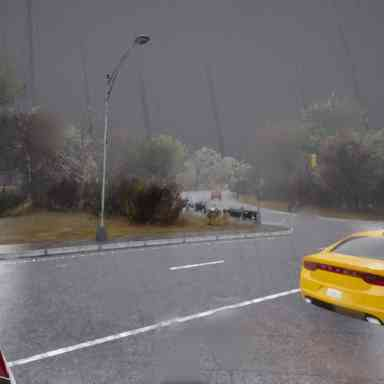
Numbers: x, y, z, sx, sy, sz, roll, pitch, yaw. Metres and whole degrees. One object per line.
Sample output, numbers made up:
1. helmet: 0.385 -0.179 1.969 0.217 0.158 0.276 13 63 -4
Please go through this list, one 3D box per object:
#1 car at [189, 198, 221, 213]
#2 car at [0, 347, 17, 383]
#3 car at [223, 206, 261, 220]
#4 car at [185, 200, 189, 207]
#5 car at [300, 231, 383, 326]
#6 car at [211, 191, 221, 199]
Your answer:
1. car: 1.773 1.925 43.099 2.128 1.511 4.902 2 0 -19
2. car: -3.241 1.353 1.440 4.553 1.767 2.097 0 0 -35
3. car: 5.105 2.146 34.294 1.895 1.301 4.718 3 -1 -22
4. car: -1.046 1.725 52.688 1.994 1.385 4.181 2 1 -14
5. car: 4.352 1.542 6.855 5.008 1.535 1.882 1 -1 -35
6. car: 5.738 0.739 78.963 2.150 2.045 5.566 2 2 -1
